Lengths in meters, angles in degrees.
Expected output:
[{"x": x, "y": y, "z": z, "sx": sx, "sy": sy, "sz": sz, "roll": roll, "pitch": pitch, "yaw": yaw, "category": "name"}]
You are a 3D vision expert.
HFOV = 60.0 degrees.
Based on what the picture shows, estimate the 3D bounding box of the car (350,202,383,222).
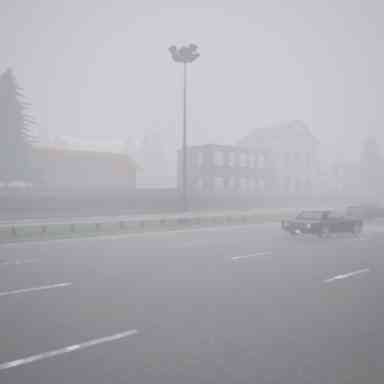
[{"x": 14.501, "y": 1.521, "z": 26.993, "sx": 4.902, "sy": 1.511, "sz": 2.128, "roll": 0, "pitch": 0, "yaw": -36, "category": "car"}]

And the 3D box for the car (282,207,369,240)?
[{"x": 6.896, "y": 1.617, "z": 17.264, "sx": 4.718, "sy": 1.301, "sz": 1.895, "roll": 0, "pitch": 0, "yaw": -36, "category": "car"}]
